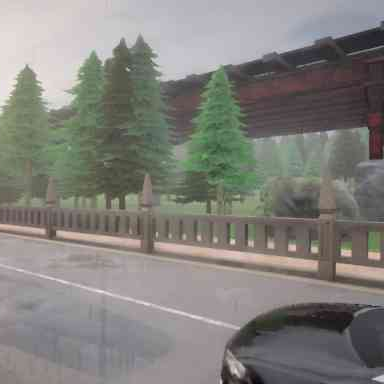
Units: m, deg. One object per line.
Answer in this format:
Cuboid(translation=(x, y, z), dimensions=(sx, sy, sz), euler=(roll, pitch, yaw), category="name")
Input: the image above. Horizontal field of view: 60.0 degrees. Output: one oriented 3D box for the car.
Cuboid(translation=(2.494, 1.492, 2.211), dimensions=(4.902, 1.511, 2.128), euler=(0, 0, 36), category="car")
